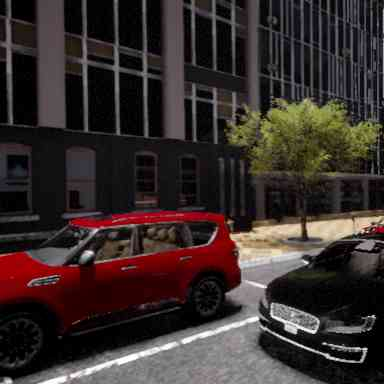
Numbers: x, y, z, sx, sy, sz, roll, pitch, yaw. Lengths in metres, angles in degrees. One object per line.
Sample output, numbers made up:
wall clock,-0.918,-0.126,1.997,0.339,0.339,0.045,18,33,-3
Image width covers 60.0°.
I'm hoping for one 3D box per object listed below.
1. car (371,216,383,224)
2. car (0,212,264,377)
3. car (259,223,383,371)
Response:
car,7.703,1.456,12.086,4.097,1.590,1.967,0,-1,-35
car,-1.361,1.318,5.732,5.009,1.841,2.192,0,-1,-35
car,3.243,1.512,5.685,4.892,1.490,1.837,0,0,-36
